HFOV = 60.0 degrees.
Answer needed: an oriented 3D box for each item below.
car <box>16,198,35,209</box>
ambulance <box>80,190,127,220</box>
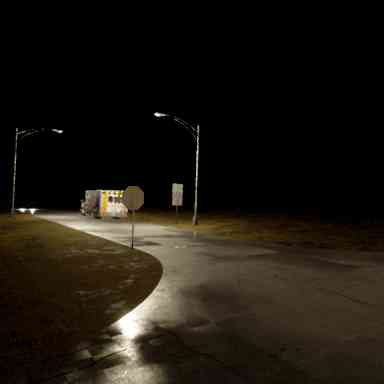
[{"bbox_3d":[-23.274,1.593,46.499,1.994,1.385,4.181,3,-2,-35],"label":"car"},{"bbox_3d":[-7.942,1.126,29.175,2.351,2.431,6.366,3,-2,-35],"label":"ambulance"}]
